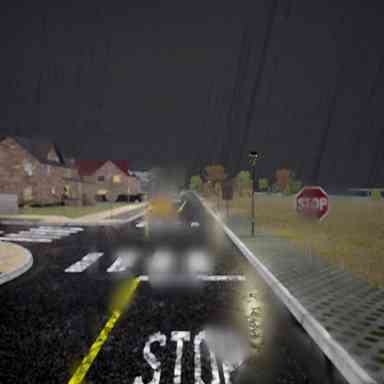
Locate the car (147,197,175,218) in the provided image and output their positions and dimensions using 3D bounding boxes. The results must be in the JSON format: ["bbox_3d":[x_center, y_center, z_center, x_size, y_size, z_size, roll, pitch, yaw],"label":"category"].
[{"bbox_3d":[-2.735,1.405,28.731,1.882,1.535,5.008,0,1,0],"label":"car"}]

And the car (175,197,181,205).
[{"bbox_3d":[-2.727,1.396,53.303,1.895,1.301,4.718,0,0,0],"label":"car"}]
